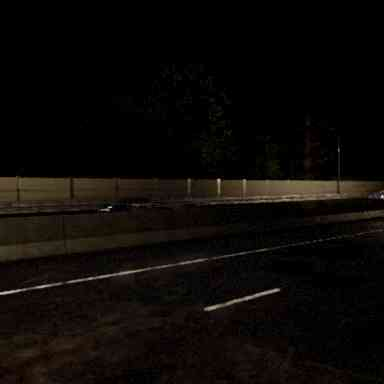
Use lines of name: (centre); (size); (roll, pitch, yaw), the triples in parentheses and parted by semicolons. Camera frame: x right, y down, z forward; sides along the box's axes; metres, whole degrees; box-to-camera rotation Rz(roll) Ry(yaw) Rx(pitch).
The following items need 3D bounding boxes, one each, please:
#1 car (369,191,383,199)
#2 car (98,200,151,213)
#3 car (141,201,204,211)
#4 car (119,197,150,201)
car: (28.744, 0.654, 50.214); (4.553, 1.767, 2.097); (-1, 0, -35)
car: (-3.864, 1.463, 22.728); (4.718, 1.301, 1.895); (-1, 1, -35)
car: (-0.686, 1.407, 20.690); (4.181, 1.385, 1.994); (-1, 1, -35)
car: (-5.031, 1.200, 26.189); (4.553, 1.767, 2.097); (-1, 1, -35)
